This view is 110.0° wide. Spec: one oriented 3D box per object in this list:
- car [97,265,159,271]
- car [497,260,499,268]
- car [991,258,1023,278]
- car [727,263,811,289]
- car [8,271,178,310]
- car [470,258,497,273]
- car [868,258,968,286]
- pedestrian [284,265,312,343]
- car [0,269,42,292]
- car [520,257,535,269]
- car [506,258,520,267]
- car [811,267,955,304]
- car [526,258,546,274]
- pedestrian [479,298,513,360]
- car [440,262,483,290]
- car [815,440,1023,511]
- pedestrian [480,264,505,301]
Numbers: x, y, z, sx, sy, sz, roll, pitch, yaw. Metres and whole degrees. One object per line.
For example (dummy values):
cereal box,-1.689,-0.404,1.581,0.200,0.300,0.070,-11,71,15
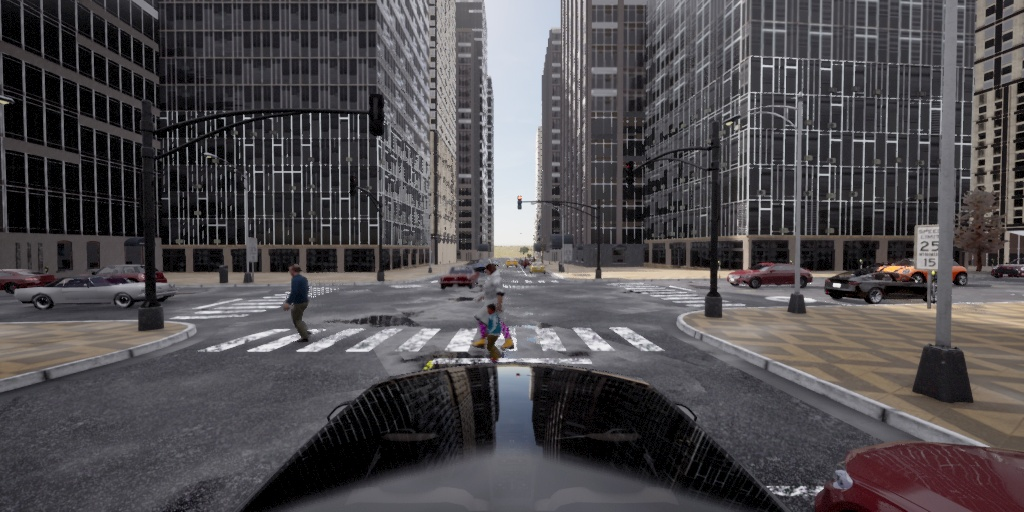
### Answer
car,-22.578,1.216,20.552,4.097,1.591,1.967,0,0,-5
car,-3.097,1.253,61.259,2.033,1.411,5.357,0,0,0
car,37.693,0.864,26.134,4.097,1.591,1.967,0,0,-5
car,15.392,1.135,21.460,4.674,1.442,1.812,0,1,-5
car,-17.345,1.469,15.211,4.718,1.301,1.895,0,1,-6
car,-3.112,1.081,39.346,2.097,1.767,4.553,0,0,0
car,25.339,0.904,22.370,4.553,1.767,2.097,0,1,-5
pedestrian,-4.852,1.041,8.163,0.375,1.860,0.375,-1,1,0
car,-28.204,1.390,20.028,4.207,1.307,1.802,0,0,-5
car,2.710,1.028,55.039,2.192,1.841,5.009,0,0,0
car,-0.025,1.178,65.017,1.882,1.535,5.008,0,0,0
car,16.124,1.293,15.717,4.313,1.339,1.948,0,0,-5
car,2.806,1.254,39.957,1.751,1.417,4.829,0,0,0
pedestrian,-0.292,1.422,6.772,0.500,1.100,0.500,-1,1,0
car,-3.117,1.268,21.954,1.895,1.301,4.718,0,1,0
car,2.692,1.333,0.419,1.802,1.307,4.207,0,0,0
pedestrian,-0.406,1.041,7.571,0.375,1.860,0.375,-1,1,0
